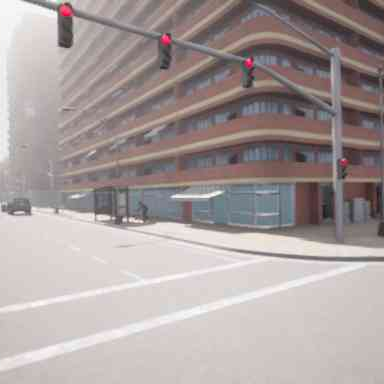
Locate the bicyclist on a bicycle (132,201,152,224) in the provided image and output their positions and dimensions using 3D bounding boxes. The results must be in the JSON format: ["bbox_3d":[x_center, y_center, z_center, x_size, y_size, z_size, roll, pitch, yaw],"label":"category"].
[{"bbox_3d":[-3.574,1.433,23.801,1.656,1.620,0.582,-1,0,-34],"label":"bicyclist on a bicycle"}]

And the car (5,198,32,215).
[{"bbox_3d":[-21.242,1.734,41.064,2.150,2.045,5.566,-1,0,-34],"label":"car"}]

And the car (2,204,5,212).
[{"bbox_3d":[-26.935,2.188,49.319,2.033,1.411,5.357,-1,0,-34],"label":"car"}]
